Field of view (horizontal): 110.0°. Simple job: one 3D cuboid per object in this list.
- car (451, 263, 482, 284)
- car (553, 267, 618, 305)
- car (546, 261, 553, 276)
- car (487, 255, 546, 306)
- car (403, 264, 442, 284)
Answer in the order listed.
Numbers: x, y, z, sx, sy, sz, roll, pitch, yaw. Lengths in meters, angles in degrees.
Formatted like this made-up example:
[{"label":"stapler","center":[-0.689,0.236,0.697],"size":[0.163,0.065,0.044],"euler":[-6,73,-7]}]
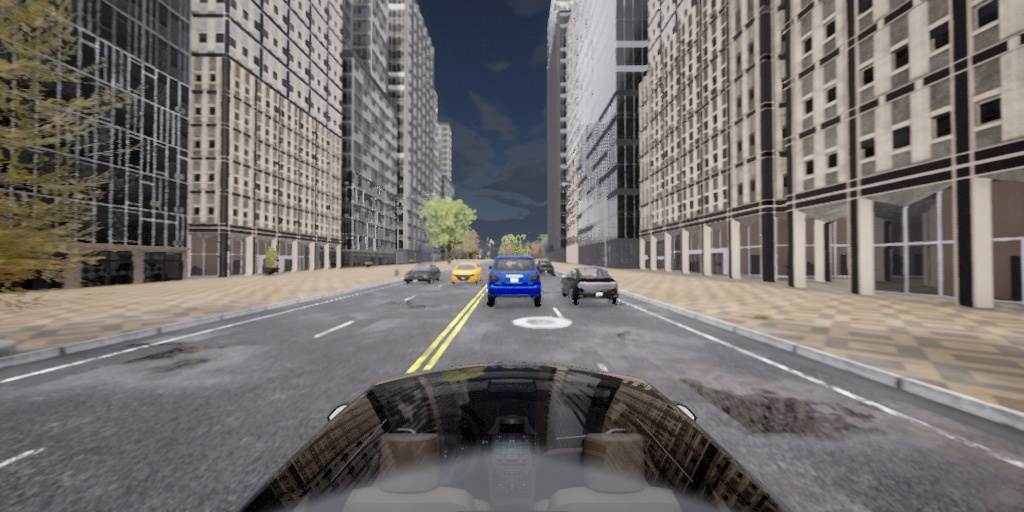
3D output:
[{"label":"car","center":[-3.345,1.252,27.080],"size":[1.882,1.535,5.008],"euler":[0,0,0]},{"label":"car","center":[3.344,1.257,16.157],"size":[2.128,1.511,4.902],"euler":[0,0,0]},{"label":"car","center":[3.348,1.292,37.961],"size":[1.837,1.490,4.892],"euler":[0,0,0]},{"label":"car","center":[0.097,0.987,16.045],"size":[2.150,2.045,5.566],"euler":[0,0,0]},{"label":"car","center":[-6.599,1.322,27.143],"size":[2.033,1.411,5.357],"euler":[0,0,0]}]
